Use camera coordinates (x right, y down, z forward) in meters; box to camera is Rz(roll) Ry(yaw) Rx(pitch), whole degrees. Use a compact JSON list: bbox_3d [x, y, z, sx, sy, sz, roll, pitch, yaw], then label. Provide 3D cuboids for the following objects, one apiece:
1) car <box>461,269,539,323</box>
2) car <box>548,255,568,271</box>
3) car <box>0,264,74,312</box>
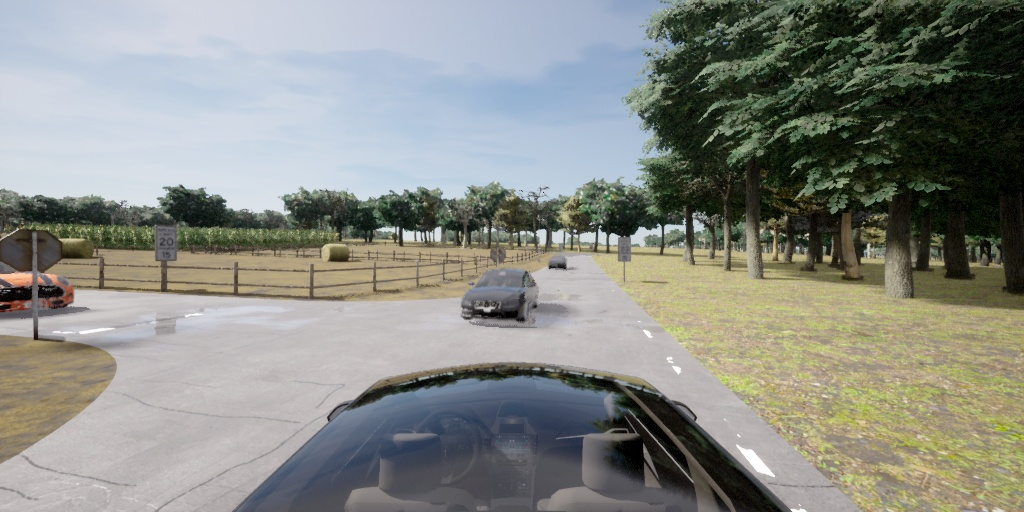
[{"bbox_3d":[-0.207,1.192,11.887,1.837,1.490,4.892,1,0,11],"label":"car"},{"bbox_3d":[4.948,0.700,38.603,1.882,1.535,5.008,0,1,11],"label":"car"},{"bbox_3d":[-15.910,0.763,10.706,4.553,1.767,2.097,1,1,11],"label":"car"}]
